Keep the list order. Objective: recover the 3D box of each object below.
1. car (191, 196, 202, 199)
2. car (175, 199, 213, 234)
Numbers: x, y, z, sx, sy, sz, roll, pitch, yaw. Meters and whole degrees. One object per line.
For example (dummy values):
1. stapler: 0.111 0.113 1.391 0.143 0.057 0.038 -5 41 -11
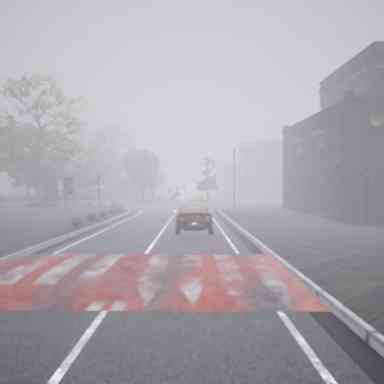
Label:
1. car: 0.481 1.209 34.163 1.801 1.575 5.366 0 0 4
2. car: 0.112 1.357 18.250 1.882 1.535 5.008 0 0 0
